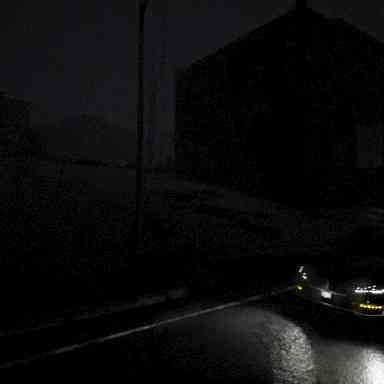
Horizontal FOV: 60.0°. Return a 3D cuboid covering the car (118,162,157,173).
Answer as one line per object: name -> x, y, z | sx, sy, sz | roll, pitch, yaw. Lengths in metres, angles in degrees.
car -> -6.573, -2.590, 37.150 | 2.002, 1.452, 4.674 | 0, -2, 40

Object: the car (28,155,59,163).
car -> -13.815, -2.868, 33.174 | 2.128, 1.511, 4.902 | 0, -1, 41

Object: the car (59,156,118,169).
car -> -10.133, -2.766, 32.905 | 2.002, 1.452, 4.674 | 0, -1, 41

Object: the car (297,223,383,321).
car -> 4.236, 1.462, 7.016 | 4.892, 1.490, 1.837 | 0, 0, -36

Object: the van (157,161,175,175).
van -> -2.989, -2.653, 41.553 | 1.878, 1.987, 4.442 | 0, -2, 39
